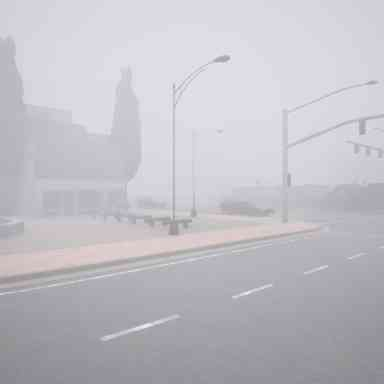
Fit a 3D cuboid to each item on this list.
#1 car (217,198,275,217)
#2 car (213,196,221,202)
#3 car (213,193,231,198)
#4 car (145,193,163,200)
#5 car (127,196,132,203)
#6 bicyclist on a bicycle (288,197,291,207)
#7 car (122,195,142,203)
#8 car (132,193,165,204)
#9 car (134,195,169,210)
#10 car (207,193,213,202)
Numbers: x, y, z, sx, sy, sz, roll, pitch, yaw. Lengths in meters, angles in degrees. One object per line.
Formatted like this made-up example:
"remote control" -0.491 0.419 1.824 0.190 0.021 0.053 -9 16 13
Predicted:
"car" 5.214 1.547 31.556 2.033 1.411 5.357 0 0 -40
"car" 5.128 1.492 37.076 2.128 1.511 4.902 0 0 -40
"car" 6.873 1.395 69.050 3.806 1.475 1.970 0 0 -42
"car" -10.018 1.153 88.037 4.605 1.855 1.932 0 0 -42
"car" -9.146 1.491 59.660 2.128 1.511 4.902 0 0 -40
"bicyclist on a bicycle" 12.890 1.261 44.827 1.656 1.620 0.582 -7 4 -40
"car" -12.514 1.478 68.999 1.882 1.535 5.008 0 0 -40
"car" -6.781 1.352 51.169 2.097 1.767 4.553 0 0 -40
"car" -5.250 1.477 43.926 1.882 1.535 5.008 0 0 -40
"car" 4.955 1.156 71.218 3.866 1.878 1.905 0 0 -42
